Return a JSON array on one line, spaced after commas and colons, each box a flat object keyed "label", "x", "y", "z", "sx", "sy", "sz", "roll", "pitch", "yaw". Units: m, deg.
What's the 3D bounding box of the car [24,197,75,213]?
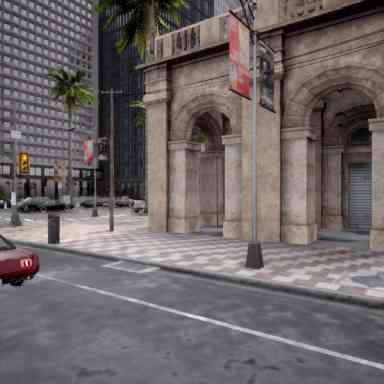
[{"label": "car", "x": -15.761, "y": 1.601, "z": 37.426, "sx": 1.895, "sy": 1.301, "sz": 4.718, "roll": 0, "pitch": 0, "yaw": 36}]

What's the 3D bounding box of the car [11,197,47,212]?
[{"label": "car", "x": -18.767, "y": 1.352, "z": 39.244, "sx": 2.097, "sy": 1.767, "sz": 4.553, "roll": 0, "pitch": 0, "yaw": 36}]

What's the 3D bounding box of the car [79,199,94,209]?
[{"label": "car", "x": -13.162, "y": 1.547, "z": 47.023, "sx": 2.033, "sy": 1.411, "sz": 5.357, "roll": 0, "pitch": 0, "yaw": 36}]

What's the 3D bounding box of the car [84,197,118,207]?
[{"label": "car", "x": -13.907, "y": 1.513, "z": 51.272, "sx": 2.161, "sy": 1.482, "sz": 4.786, "roll": 0, "pitch": 0, "yaw": 35}]

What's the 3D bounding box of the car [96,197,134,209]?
[{"label": "car", "x": -10.021, "y": 1.491, "z": 45.388, "sx": 2.128, "sy": 1.511, "sz": 4.902, "roll": 0, "pitch": 0, "yaw": 36}]

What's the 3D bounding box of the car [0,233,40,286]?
[{"label": "car", "x": -5.817, "y": 1.601, "z": 8.194, "sx": 4.718, "sy": 1.301, "sz": 1.895, "roll": 0, "pitch": 0, "yaw": 37}]
